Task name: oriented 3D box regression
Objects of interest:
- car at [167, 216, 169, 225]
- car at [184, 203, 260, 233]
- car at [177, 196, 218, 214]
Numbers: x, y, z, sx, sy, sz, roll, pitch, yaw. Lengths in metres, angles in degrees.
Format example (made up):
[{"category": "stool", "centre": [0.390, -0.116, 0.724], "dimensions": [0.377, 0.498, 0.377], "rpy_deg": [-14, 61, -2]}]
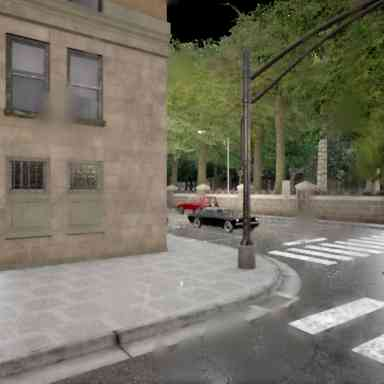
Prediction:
[{"category": "car", "centre": [-3.226, 1.542, 22.238], "dimensions": [1.947, 1.339, 4.313], "rpy_deg": [0, 0, -35]}, {"category": "car", "centre": [1.788, 1.582, 19.830], "dimensions": [1.895, 1.301, 4.718], "rpy_deg": [0, 0, -35]}, {"category": "car", "centre": [0.547, 1.281, 31.774], "dimensions": [2.192, 1.841, 5.009], "rpy_deg": [0, 0, -35]}]
